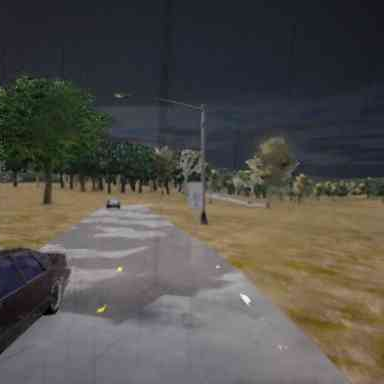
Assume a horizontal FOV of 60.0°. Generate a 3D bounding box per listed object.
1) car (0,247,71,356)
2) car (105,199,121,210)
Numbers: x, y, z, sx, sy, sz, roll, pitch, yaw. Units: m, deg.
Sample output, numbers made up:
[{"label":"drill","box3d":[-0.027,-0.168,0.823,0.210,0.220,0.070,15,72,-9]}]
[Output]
[{"label":"car","box3d":[-3.382,1.613,4.964,2.033,1.411,5.357,0,0,-4]},{"label":"car","box3d":[-11.211,1.687,47.419,1.882,1.535,5.008,0,0,-10]}]
